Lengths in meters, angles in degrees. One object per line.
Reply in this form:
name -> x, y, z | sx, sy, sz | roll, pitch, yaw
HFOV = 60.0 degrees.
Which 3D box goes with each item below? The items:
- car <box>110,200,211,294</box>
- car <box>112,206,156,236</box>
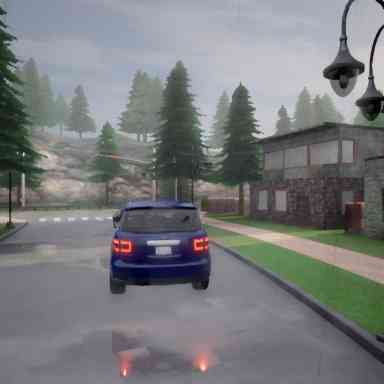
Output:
car -> -0.977, 1.221, 9.049 | 2.150, 2.045, 5.566 | 0, 0, -9
car -> -3.535, 1.601, 19.482 | 1.895, 1.301, 4.718 | 0, 0, -18
